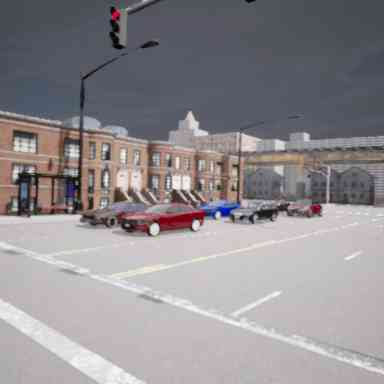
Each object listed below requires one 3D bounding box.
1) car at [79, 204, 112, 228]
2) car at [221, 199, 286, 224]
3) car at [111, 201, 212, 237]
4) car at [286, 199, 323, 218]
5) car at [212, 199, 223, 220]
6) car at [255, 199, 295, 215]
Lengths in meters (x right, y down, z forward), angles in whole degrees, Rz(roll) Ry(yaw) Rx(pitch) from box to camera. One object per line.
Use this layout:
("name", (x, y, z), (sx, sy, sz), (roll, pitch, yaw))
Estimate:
("car", (-3.876, 1.269, 19.734), (2.033, 1.411, 5.357), (2, 1, 40))
("car", (4.642, 1.467, 24.485), (2.128, 1.511, 4.902), (2, 1, 40))
("car", (-1.389, 1.302, 17.237), (1.882, 1.535, 5.008), (2, 1, 40))
("car", (10.905, 1.485, 31.976), (2.097, 1.767, 4.553), (2, 1, 40))
("car", (2.337, 1.356, 27.185), (1.882, 1.535, 5.008), (2, 1, 40))
("car", (8.760, 1.531, 34.871), (2.128, 1.511, 4.902), (2, 1, 40))
